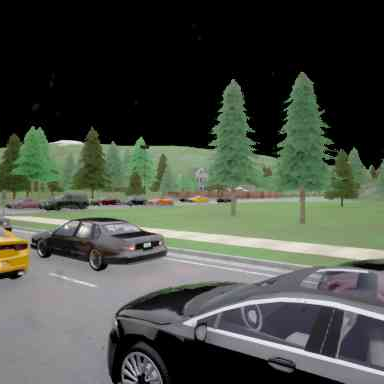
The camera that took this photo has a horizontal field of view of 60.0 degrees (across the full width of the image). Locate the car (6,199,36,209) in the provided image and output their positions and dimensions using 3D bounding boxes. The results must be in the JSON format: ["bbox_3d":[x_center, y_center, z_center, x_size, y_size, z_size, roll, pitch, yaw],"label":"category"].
[{"bbox_3d":[-21.395,1.563,42.503,1.994,1.385,4.181,0,0,38],"label":"car"}]

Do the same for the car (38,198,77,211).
[{"bbox_3d":[-17.051,1.562,42.347,1.994,1.385,4.181,0,0,39],"label":"car"}]

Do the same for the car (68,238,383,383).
[{"bbox_3d":[1.220,1.492,3.080,4.902,1.511,2.128,0,0,38],"label":"car"}]

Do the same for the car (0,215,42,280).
[{"bbox_3d":[-6.252,1.478,8.860,5.008,1.535,1.882,0,0,38],"label":"car"}]

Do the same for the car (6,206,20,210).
[{"bbox_3d":[-11.231,1.547,17.095,5.357,1.411,2.033,0,0,38],"label":"car"}]

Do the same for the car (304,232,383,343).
[{"bbox_3d":[4.186,1.564,5.202,4.181,1.385,1.994,0,0,38],"label":"car"}]

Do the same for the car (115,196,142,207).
[{"bbox_3d":[-9.187,1.351,52.240,2.097,1.767,4.553,0,0,38],"label":"car"}]

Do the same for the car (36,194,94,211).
[{"bbox_3d":[-14.893,1.222,39.438,2.150,2.045,5.566,0,0,38],"label":"car"}]

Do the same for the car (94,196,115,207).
[{"bbox_3d":[-13.538,1.477,52.392,1.882,1.535,5.008,0,0,39],"label":"car"}]

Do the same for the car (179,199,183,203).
[{"bbox_3d":[-0.514,1.601,68.645,1.895,1.301,4.718,0,0,39],"label":"car"}]

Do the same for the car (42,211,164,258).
[{"bbox_3d":[-3.245,1.547,10.955,5.357,1.411,2.033,0,0,38],"label":"car"}]

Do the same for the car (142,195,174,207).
[{"bbox_3d":[-4.958,1.351,51.934,2.097,1.767,4.553,0,0,39],"label":"car"}]

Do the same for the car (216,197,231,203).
[{"bbox_3d":[6.856,1.601,66.670,1.895,1.301,4.718,0,0,39],"label":"car"}]

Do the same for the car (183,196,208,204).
[{"bbox_3d":[1.143,1.477,65.167,1.882,1.535,5.008,0,0,39],"label":"car"}]
